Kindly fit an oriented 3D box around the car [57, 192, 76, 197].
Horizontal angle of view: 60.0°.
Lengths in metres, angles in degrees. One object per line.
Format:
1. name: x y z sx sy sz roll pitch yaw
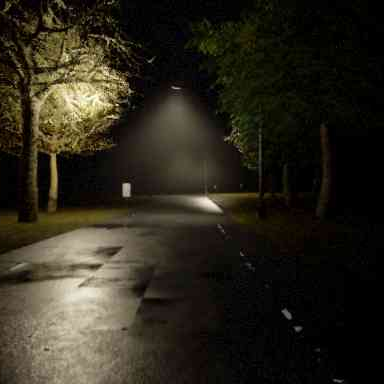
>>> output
1. car: -32.283 0.615 84.938 4.718 1.301 1.895 -1 -1 0
